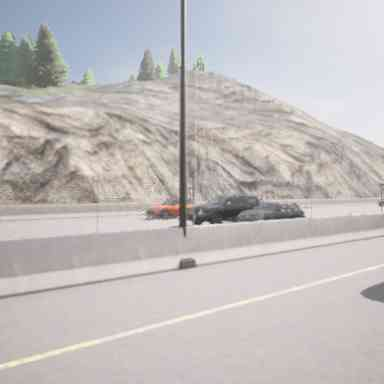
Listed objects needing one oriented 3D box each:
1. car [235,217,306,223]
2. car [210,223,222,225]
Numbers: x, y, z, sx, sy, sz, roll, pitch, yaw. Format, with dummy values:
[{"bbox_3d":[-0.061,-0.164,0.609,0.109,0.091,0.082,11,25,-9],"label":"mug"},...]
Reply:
[{"bbox_3d":[4.874,1.357,20.363,4.553,1.767,2.097,0,0,-35],"label":"car"},{"bbox_3d":[2.423,1.226,22.916,5.566,2.045,2.150,0,0,-35],"label":"car"}]
